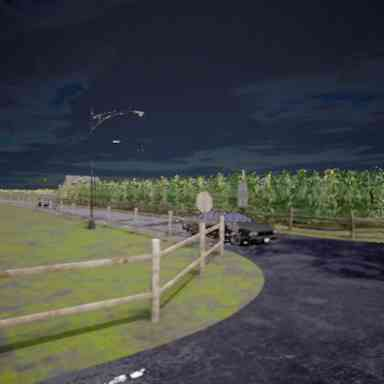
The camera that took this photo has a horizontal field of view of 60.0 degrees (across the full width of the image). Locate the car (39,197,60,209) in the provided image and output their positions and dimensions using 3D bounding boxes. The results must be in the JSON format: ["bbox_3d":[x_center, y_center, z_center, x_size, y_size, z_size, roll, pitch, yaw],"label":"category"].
[{"bbox_3d":[-19.060,1.417,44.431,2.128,1.511,4.902,0,0,-37],"label":"car"}]

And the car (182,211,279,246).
[{"bbox_3d":[1.654,1.655,16.413,2.033,1.411,5.357,0,0,-36],"label":"car"}]
